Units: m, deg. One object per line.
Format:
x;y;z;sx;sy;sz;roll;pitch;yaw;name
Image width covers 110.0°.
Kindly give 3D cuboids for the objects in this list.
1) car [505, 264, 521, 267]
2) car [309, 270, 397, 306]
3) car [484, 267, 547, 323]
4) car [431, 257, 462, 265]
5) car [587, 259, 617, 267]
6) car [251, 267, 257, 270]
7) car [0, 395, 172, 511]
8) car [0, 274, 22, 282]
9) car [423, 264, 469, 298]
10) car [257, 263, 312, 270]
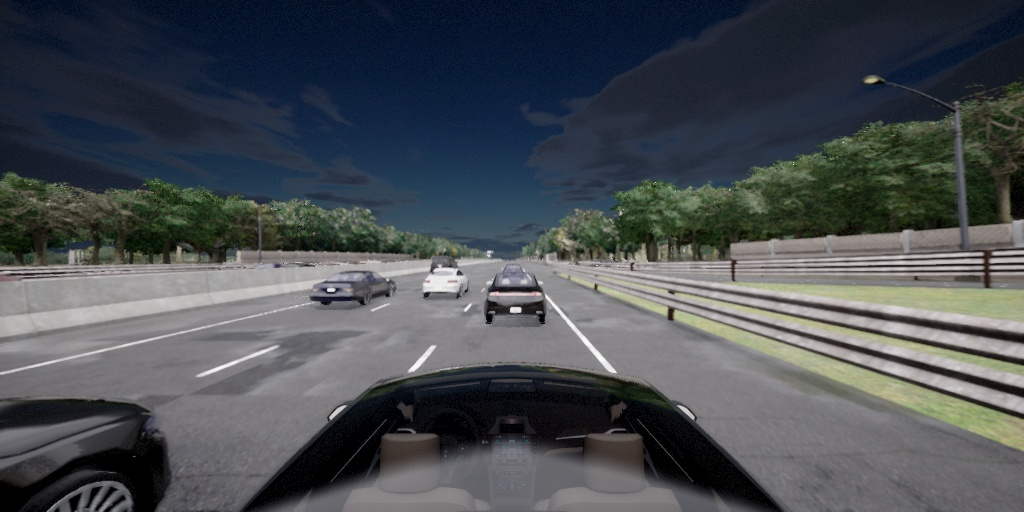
0.102;1.411;31.732;2.033;1.411;5.357;0;0;0;car
-6.899;1.354;16.180;2.033;1.411;5.357;0;0;0;car
0.101;1.283;12.292;2.128;1.511;4.902;0;0;0;car
-6.897;1.108;37.000;2.150;2.045;5.566;0;0;0;car
11.498;1.145;46.112;2.097;1.767;4.553;0;0;-20;car
-21.080;1.387;31.083;1.812;1.442;4.674;0;0;0;car
-3.400;1.236;0.584;2.128;1.511;4.902;0;0;0;car
-24.598;1.329;15.493;1.812;1.442;4.674;0;0;0;car
-3.399;1.342;18.863;1.812;1.442;4.674;0;0;0;car
-17.587;1.357;28.727;1.837;1.490;4.892;0;0;0;car
